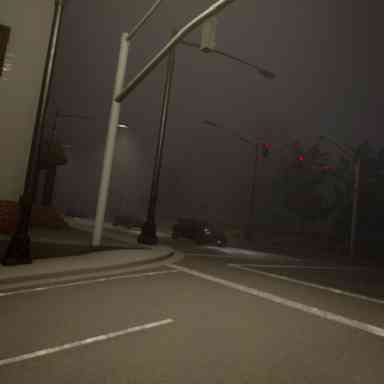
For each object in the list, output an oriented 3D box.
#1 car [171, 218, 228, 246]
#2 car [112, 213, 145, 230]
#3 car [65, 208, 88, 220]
[{"bbox_3d":[0.516,2.701,23.591,2.097,1.767,4.553,11,-6,-36],"label":"car"},{"bbox_3d":[-6.076,2.849,32.583,1.882,1.535,5.008,11,-7,-36],"label":"car"},{"bbox_3d":[-16.121,2.960,46.372,2.033,1.411,5.357,11,-6,-35],"label":"car"}]
